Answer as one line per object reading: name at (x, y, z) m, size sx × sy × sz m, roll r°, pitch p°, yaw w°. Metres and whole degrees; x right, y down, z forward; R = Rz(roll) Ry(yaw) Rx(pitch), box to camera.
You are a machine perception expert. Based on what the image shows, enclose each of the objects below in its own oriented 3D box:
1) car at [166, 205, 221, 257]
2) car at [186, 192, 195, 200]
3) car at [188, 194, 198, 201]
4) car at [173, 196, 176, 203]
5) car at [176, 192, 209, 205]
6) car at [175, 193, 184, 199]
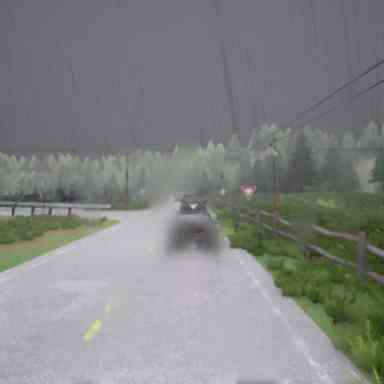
car at (0.057, 1.491, 12.923) m, size 1.837 × 1.490 × 4.892 m, roll 0°, pitch 0°, yaw 1°
car at (-0.453, 0.961, 89.302) m, size 2.150 × 2.045 × 5.566 m, roll 0°, pitch 0°, yaw -5°
car at (0.173, 1.261, 79.183) m, size 2.097 × 1.767 × 4.553 m, roll 0°, pitch 0°, yaw -3°
car at (-2.702, 1.427, 67.674) m, size 1.837 × 1.490 × 4.892 m, roll 0°, pitch 1°, yaw 0°
car at (0.157, 1.194, 26.856) m, size 2.150 × 2.045 × 5.566 m, roll 0°, pitch 0°, yaw 1°
car at (-3.240, 1.050, 83.237) m, size 2.128 × 1.511 × 4.902 m, roll 0°, pitch 0°, yaw -3°
